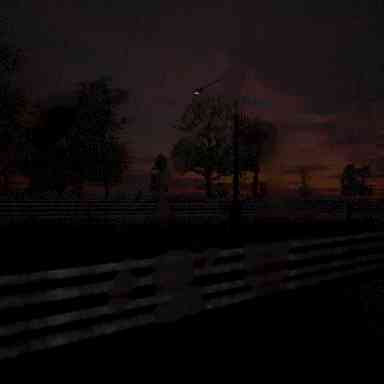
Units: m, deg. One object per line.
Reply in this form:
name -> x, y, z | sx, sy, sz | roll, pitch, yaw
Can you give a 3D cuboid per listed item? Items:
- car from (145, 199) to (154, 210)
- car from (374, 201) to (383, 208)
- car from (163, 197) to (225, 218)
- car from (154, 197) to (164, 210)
car -> -2.325, 1.329, 33.827 | 4.892, 1.490, 1.837 | 1, -1, -22
car -> 24.220, 1.702, 40.328 | 4.674, 1.442, 1.812 | 1, -1, -20
car -> 0.450, 1.303, 27.397 | 4.892, 1.490, 1.837 | 1, -1, -22
car -> -0.951, 1.392, 30.637 | 4.181, 1.385, 1.994 | 1, -1, -22
